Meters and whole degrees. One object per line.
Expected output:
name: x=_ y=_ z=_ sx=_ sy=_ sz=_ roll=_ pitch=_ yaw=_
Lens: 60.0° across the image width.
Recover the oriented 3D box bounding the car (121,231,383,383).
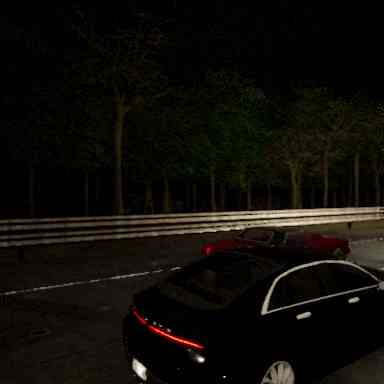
car: x=1.443 y=1.549 z=4.775 sx=4.892 sy=1.490 sz=1.837 roll=0 pitch=0 yaw=-35

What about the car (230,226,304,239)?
car: x=2.692 y=1.688 z=9.966 sx=4.718 sy=1.301 sz=1.895 roll=1 pitch=0 yaw=-35
